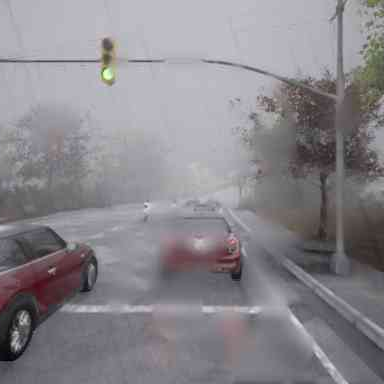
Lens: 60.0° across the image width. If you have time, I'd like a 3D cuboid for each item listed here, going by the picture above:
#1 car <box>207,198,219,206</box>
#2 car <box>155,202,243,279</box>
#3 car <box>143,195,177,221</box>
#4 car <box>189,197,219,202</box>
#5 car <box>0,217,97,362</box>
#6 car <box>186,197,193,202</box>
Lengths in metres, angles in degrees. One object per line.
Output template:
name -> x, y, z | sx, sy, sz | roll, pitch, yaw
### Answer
car -> 3.790, 1.682, 59.587 | 1.895, 1.301, 4.718 | 0, 0, 8
car -> 0.271, 1.365, 10.229 | 2.097, 1.767, 4.553 | 0, 0, 1
car -> -2.534, 1.257, 27.520 | 2.150, 2.045, 5.566 | 0, 0, 3
car -> 1.202, 1.533, 31.096 | 2.128, 1.511, 4.902 | 0, 0, 4
car -> -3.314, 1.360, 6.098 | 2.097, 1.767, 4.553 | 0, 0, 1
car -> 0.062, 1.601, 56.918 | 1.812, 1.442, 4.674 | 0, 0, 7
